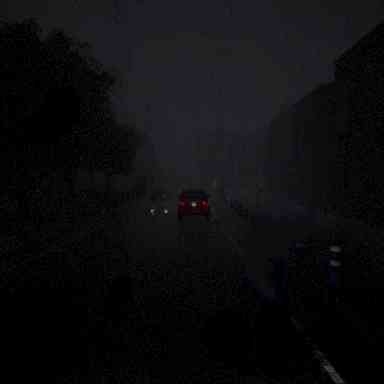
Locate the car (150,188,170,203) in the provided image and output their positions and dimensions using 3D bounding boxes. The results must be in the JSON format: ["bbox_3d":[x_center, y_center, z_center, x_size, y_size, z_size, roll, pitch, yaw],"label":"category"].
[{"bbox_3d":[-3.550,0.323,37.578,1.837,1.490,4.892,0,4,0],"label":"car"}]

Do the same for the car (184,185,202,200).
[{"bbox_3d":[0.149,0.013,41.975,2.128,1.511,4.902,0,4,0],"label":"car"}]

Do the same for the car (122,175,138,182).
[{"bbox_3d":[-13.644,-2.865,76.849,5.566,2.045,2.150,2,3,33],"label":"car"}]

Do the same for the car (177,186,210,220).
[{"bbox_3d":[0.129,0.796,24.012,2.150,2.045,5.566,0,2,0],"label":"car"}]
